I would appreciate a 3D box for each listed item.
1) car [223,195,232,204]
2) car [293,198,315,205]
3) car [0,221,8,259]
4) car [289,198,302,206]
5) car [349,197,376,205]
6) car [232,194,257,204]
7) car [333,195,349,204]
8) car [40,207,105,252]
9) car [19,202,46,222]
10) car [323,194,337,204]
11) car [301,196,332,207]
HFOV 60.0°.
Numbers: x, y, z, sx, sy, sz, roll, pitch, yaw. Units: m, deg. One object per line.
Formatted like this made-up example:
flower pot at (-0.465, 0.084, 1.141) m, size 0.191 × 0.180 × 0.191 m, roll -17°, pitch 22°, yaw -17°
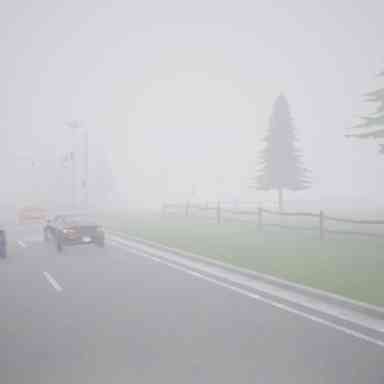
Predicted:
car at (9.188, 1.529, 70.994) m, size 5.566 × 2.045 × 2.150 m, roll 0°, pitch 0°, yaw -33°
car at (22.144, 1.840, 65.615) m, size 4.181 × 1.385 × 1.994 m, roll 0°, pitch 0°, yaw -32°
car at (-7.972, 1.531, 12.287) m, size 1.882 × 1.535 × 5.008 m, roll 0°, pitch 0°, yaw -32°
car at (19.444, 1.762, 59.741) m, size 4.892 × 1.490 × 1.837 m, roll -1°, pitch 0°, yaw -32°
car at (33.404, 1.755, 64.418) m, size 5.357 × 1.411 × 2.033 m, roll 0°, pitch 0°, yaw -32°
car at (11.130, 1.646, 68.081) m, size 4.553 × 1.767 × 2.097 m, roll 0°, pitch 0°, yaw -33°
car at (31.566, 1.767, 67.397) m, size 5.357 × 1.411 × 2.033 m, roll 0°, pitch 0°, yaw -32°
car at (-5.139, 1.588, 14.359) m, size 1.812 × 1.442 × 4.674 m, roll 0°, pitch 0°, yaw -32°
car at (-13.242, 1.597, 27.648) m, size 1.882 × 1.535 × 5.008 m, roll 0°, pitch 0°, yaw -28°
car at (29.753, 1.466, 70.393) m, size 5.566 × 2.045 × 2.150 m, roll 0°, pitch 0°, yaw -32°
car at (21.264, 1.806, 56.753) m, size 4.181 × 1.385 × 1.994 m, roll 0°, pitch 0°, yaw -32°
